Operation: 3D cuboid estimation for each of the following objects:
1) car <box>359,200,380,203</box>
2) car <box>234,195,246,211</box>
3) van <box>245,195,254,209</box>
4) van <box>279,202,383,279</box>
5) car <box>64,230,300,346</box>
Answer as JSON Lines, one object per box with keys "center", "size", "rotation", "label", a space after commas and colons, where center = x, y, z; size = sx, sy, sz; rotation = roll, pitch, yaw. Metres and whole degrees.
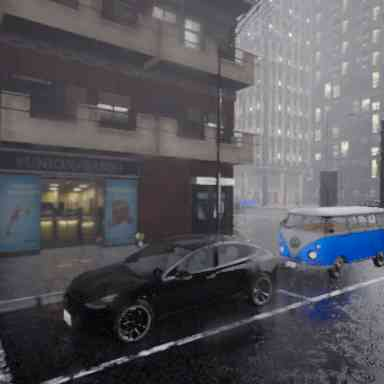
{"center": [16.493, 1.466, 31.606], "size": [1.967, 1.590, 4.097], "rotation": [1, -1, -35], "label": "car"}
{"center": [3.763, 1.404, 39.532], "size": [1.837, 1.490, 4.892], "rotation": [1, -1, -35], "label": "car"}
{"center": [6.680, 1.342, 45.421], "size": [1.690, 1.788, 3.998], "rotation": [1, -1, -35], "label": "van"}
{"center": [4.268, 1.332, 9.754], "size": [3.998, 1.788, 1.690], "rotation": [0, 1, -35], "label": "van"}
{"center": [-0.146, 1.563, 6.400], "size": [4.313, 1.339, 1.947], "rotation": [0, 1, -35], "label": "car"}
